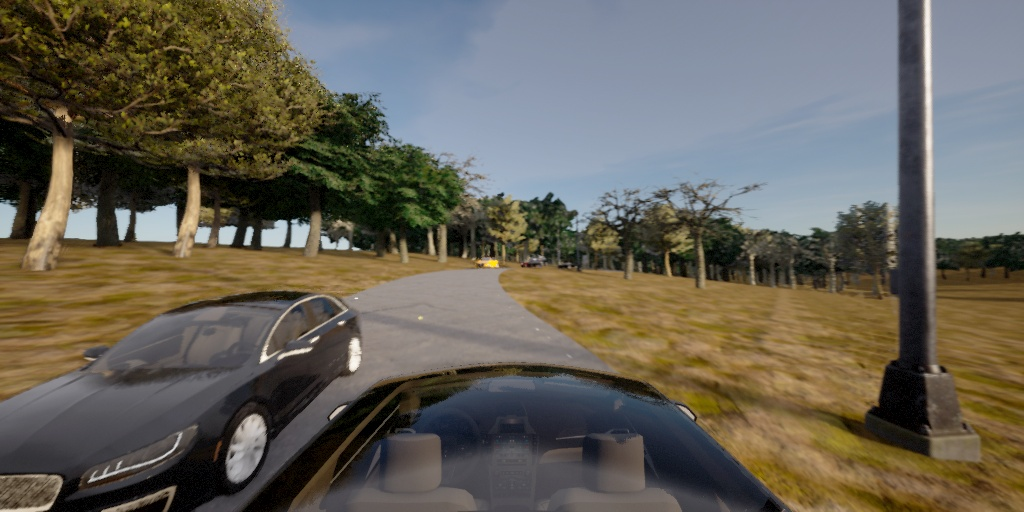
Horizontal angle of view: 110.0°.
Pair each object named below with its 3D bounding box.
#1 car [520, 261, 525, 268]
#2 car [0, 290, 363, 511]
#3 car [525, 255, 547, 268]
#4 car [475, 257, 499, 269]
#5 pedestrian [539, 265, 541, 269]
[{"bbox_3d":[2.993,1.285,56.347,1.895,1.301,4.718,-3,-4,23],"label":"car"},{"bbox_3d":[-3.370,1.273,4.498,1.837,1.490,4.892,0,1,-6],"label":"car"},{"bbox_3d":[3.505,0.679,48.225,1.970,1.475,3.806,-2,-2,17],"label":"car"},{"bbox_3d":[-3.259,0.915,47.025,1.882,1.535,5.008,-3,-2,16],"label":"car"},{"bbox_3d":[3.943,1.091,50.462,0.375,1.300,0.375,0,-4,4],"label":"pedestrian"}]
